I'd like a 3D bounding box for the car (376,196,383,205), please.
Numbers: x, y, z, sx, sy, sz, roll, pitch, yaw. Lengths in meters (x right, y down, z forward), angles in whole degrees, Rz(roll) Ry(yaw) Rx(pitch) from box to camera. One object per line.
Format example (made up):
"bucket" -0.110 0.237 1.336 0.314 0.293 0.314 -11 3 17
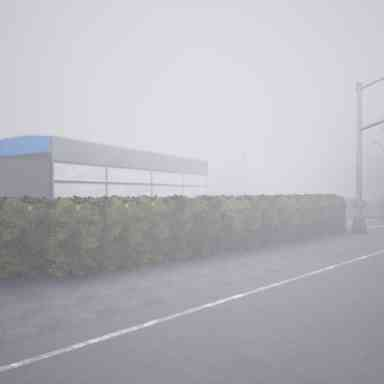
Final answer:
"car" 31.502 1.384 53.928 3.806 1.475 1.970 0 0 -41

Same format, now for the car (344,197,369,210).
"car" 19.277 1.339 39.577 4.514 1.523 2.007 0 0 -41

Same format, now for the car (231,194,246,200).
"car" 12.221 1.232 87.059 3.806 1.475 1.970 0 0 -41

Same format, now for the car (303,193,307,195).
"car" 24.932 1.077 72.649 3.866 1.878 1.905 0 0 -41

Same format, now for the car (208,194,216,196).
"car" 4.481 1.298 85.273 4.514 1.523 2.007 0 0 -41

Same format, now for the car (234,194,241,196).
"car" 8.906 1.298 63.555 4.514 1.523 2.007 0 0 -41

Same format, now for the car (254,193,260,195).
"car" 16.631 1.154 82.385 5.027 1.636 2.152 0 0 -41

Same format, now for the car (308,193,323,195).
"car" 27.130 1.097 70.705 4.605 1.855 1.932 0 0 -41
